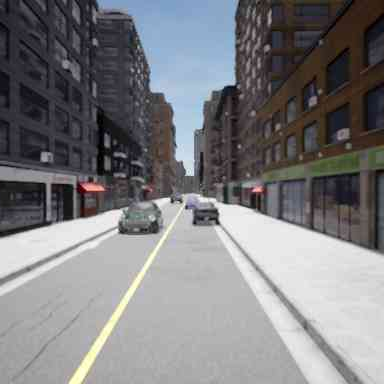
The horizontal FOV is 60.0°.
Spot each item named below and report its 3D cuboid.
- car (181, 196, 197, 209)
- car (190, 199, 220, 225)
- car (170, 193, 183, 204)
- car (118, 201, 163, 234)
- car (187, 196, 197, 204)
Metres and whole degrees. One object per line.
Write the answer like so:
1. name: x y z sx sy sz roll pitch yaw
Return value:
1. car: 0.022 1.490 44.360 2.033 1.411 5.357 0 0 0
2. car: 0.958 1.484 24.097 1.837 1.490 4.892 0 0 0
3. car: -2.781 1.129 60.295 2.150 2.045 5.566 0 0 1
4. car: -2.847 1.337 19.181 2.097 1.767 4.553 0 0 0
5. car: 0.005 1.467 62.786 1.994 1.385 4.181 0 0 0
